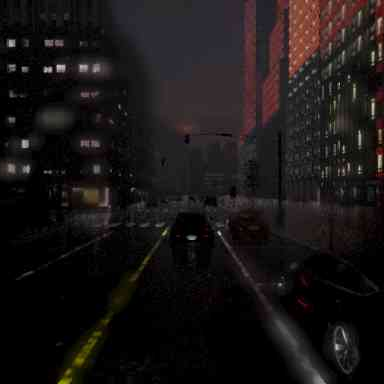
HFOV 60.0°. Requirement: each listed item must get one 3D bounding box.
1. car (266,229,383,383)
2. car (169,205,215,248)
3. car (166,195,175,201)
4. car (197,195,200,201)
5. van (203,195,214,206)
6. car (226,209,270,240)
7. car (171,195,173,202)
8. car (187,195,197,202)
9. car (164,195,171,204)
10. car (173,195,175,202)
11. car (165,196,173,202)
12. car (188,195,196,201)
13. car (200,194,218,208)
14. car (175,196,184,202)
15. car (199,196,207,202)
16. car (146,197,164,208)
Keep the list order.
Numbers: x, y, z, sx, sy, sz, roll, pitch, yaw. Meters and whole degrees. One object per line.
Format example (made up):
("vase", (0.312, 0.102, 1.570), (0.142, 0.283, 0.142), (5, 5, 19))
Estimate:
("car", (2.686, 1.564, 5.278), (1.947, 1.339, 4.313), (0, 0, 0))
("car", (0.000, 1.534, 14.651), (1.812, 1.442, 4.674), (0, 0, 0))
("car", (-5.696, 1.535, 87.642), (1.967, 1.590, 4.097), (0, 0, 0))
("car", (2.684, 1.376, 71.062), (2.192, 1.841, 5.009), (0, 0, 0))
("van", (2.684, 1.374, 54.482), (1.690, 1.788, 3.998), (0, 0, 0))
("car", (2.686, 1.526, 16.713), (1.752, 1.417, 4.829), (0, 0, 0))
("car", (-5.695, 1.605, 71.061), (1.887, 1.381, 4.507), (0, 0, 0))
("car", (-0.002, 1.505, 73.983), (1.837, 1.490, 4.892), (0, 0, 0))
("car", (-5.695, 1.601, 65.536), (2.008, 1.369, 4.403), (0, 0, 0))
("car", (-5.696, 1.512, 76.589), (1.967, 1.590, 4.097), (0, 0, 0))
("car", (-5.695, 1.665, 82.116), (1.802, 1.307, 4.206), (0, 0, 0))
("car", (-0.001, 1.487, 88.150), (1.882, 1.535, 5.008), (0, 0, 0))
("car", (2.685, 1.340, 48.956), (2.192, 1.841, 5.009), (0, 0, 0))
("car", (-3.002, 1.594, 78.619), (1.812, 1.442, 4.674), (0, 0, 0))
("car", (2.685, 1.628, 82.116), (1.887, 1.381, 4.507), (0, 0, 0))
("car", (-5.694, 1.576, 48.956), (2.008, 1.369, 4.403), (0, 0, 0))
